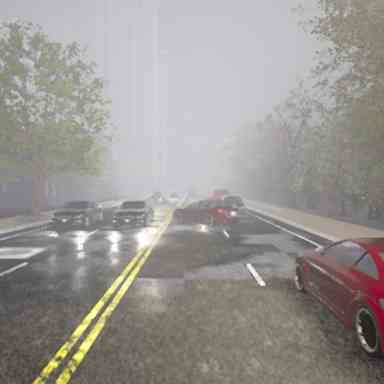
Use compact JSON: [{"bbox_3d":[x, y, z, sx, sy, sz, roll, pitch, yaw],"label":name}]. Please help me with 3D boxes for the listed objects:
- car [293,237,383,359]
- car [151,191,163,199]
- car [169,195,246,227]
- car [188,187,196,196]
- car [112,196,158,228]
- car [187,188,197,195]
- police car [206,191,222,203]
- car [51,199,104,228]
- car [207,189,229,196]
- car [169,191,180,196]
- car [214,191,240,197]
[{"bbox_3d":[3.250,1.471,5.824,1.994,1.385,4.181,0,1,0],"label":"car"},{"bbox_3d":[-6.517,0.530,62.882,1.837,1.490,4.892,0,1,0],"label":"car"},{"bbox_3d":[0.817,1.189,20.044,2.163,1.488,4.792,-1,1,-38],"label":"car"},{"bbox_3d":[0.003,-0.126,84.551,2.150,2.045,5.566,0,1,0],"label":"car"},{"bbox_3d":[-3.343,1.197,19.600,1.837,1.490,4.892,0,1,0],"label":"car"},{"bbox_3d":[0.002,0.387,70.623,1.837,1.490,4.892,0,1,0],"label":"car"},{"bbox_3d":[3.251,0.727,49.820,2.038,1.542,4.974,0,1,0],"label":"police car"},{"bbox_3d":[-6.593,1.197,19.600,1.837,1.490,4.892,0,1,0],"label":"car"},{"bbox_3d":[3.251,0.613,38.846,2.150,2.045,5.566,0,1,0],"label":"car"},{"bbox_3d":[-3.261,0.565,62.892,2.033,1.411,5.357,0,1,0],"label":"car"},{"bbox_3d":[3.251,0.995,27.820,2.033,1.649,4.856,0,1,0],"label":"car"}]
